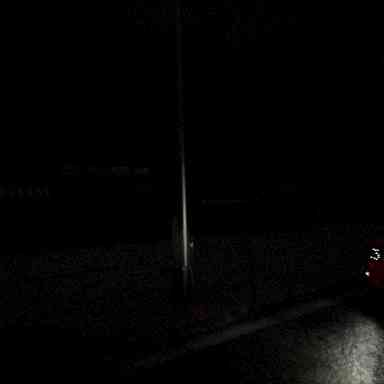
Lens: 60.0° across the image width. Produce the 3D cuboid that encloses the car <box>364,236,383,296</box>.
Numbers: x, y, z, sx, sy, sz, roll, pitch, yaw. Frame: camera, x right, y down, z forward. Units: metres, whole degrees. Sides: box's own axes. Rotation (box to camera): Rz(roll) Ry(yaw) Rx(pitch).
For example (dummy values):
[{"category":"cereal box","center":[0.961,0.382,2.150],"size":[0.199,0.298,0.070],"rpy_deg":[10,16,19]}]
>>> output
[{"category":"car","center":[6.155,1.223,7.456],"size":[5.566,2.045,2.150],"rpy_deg":[0,0,-35]}]
